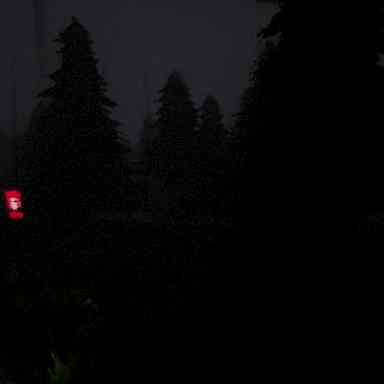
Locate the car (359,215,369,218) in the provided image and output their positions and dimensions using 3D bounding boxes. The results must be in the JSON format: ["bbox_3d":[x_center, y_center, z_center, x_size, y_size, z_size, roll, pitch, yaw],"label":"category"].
[{"bbox_3d":[40.396,5.871,78.496,1.851,1.617,3.988,-5,-3,14],"label":"car"}]

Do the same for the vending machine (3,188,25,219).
[{"bbox_3d":[-13.370,0.877,24.977,1.100,2.100,0.880,-8,-2,-20],"label":"vending machine"}]
